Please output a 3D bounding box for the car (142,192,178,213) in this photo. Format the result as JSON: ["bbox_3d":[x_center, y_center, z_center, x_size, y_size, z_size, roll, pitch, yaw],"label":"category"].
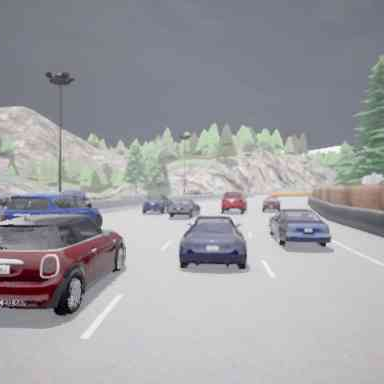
[{"bbox_3d":[-3.105,1.079,31.997,2.097,1.767,4.553,0,0,12],"label":"car"}]

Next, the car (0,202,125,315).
[{"bbox_3d":[-3.035,1.281,7.633,2.097,1.767,4.553,0,0,3],"label":"car"}]

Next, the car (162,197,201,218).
[{"bbox_3d":[-0.533,1.318,27.483,2.033,1.411,5.357,0,0,11],"label":"car"}]

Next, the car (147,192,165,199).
[{"bbox_3d":[-8.547,0.781,78.733,1.882,1.535,5.008,0,1,26],"label":"car"}]

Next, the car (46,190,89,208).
[{"bbox_3d":[-15.392,0.841,41.602,2.150,2.045,5.566,0,0,15],"label":"car"}]

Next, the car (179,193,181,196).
[{"bbox_3d":[-1.961,0.746,83.588,1.812,1.442,4.674,0,1,30],"label":"car"}]

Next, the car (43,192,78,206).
[{"bbox_3d":[-17.916,0.934,45.480,2.097,1.767,4.553,0,0,16],"label":"car"}]

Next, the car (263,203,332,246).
[{"bbox_3d":[4.545,1.435,14.655,2.033,1.411,5.357,0,0,7],"label":"car"}]

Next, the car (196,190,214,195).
[{"bbox_3d":[3.576,0.574,79.134,2.097,1.767,4.553,0,1,28],"label":"car"}]

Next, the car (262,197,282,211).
[{"bbox_3d":[8.404,1.254,35.001,1.812,1.442,4.674,0,0,15],"label":"car"}]

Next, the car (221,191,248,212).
[{"bbox_3d":[4.212,0.959,32.743,2.150,2.045,5.566,0,0,13],"label":"car"}]

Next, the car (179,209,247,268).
[{"bbox_3d":[0.719,1.473,11.031,1.994,1.385,4.181,0,0,5],"label":"car"}]

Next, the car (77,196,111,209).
[{"bbox_3d":[-11.954,1.234,40.934,1.895,1.301,4.718,0,0,15],"label":"car"}]

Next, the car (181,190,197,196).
[{"bbox_3d":[0.301,0.436,80.435,2.150,2.045,5.566,0,1,28],"label":"car"}]

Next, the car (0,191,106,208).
[{"bbox_3d":[-5.946,1.084,14.851,2.150,2.045,5.566,0,0,6],"label":"car"}]
